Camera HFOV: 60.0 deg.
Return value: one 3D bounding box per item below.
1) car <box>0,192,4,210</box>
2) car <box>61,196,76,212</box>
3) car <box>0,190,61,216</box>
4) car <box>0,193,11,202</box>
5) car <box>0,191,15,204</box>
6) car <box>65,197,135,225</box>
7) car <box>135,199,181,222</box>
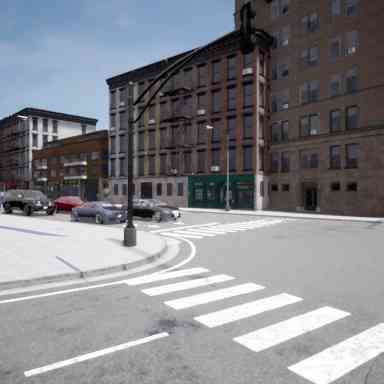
[{"bbox_3d":[-21.165,0.876,33.840,4.553,1.767,2.097,1,0,40],"label":"car"},{"bbox_3d":[-10.414,1.125,29.258,5.008,1.535,1.882,1,0,39],"label":"car"},{"bbox_3d":[-13.554,0.839,27.601,5.566,2.045,2.150,1,0,39],"label":"car"},{"bbox_3d":[-33.192,0.897,57.575,4.674,1.442,1.812,1,0,43],"label":"car"},{"bbox_3d":[-27.631,0.786,48.201,4.553,1.767,2.097,1,0,41],"label":"car"},{"bbox_3d":[-6.042,1.281,21.713,4.181,1.385,1.994,1,0,37],"label":"car"},{"bbox_3d":[-2.961,1.239,23.439,4.902,1.511,2.128,1,0,38],"label":"car"}]
